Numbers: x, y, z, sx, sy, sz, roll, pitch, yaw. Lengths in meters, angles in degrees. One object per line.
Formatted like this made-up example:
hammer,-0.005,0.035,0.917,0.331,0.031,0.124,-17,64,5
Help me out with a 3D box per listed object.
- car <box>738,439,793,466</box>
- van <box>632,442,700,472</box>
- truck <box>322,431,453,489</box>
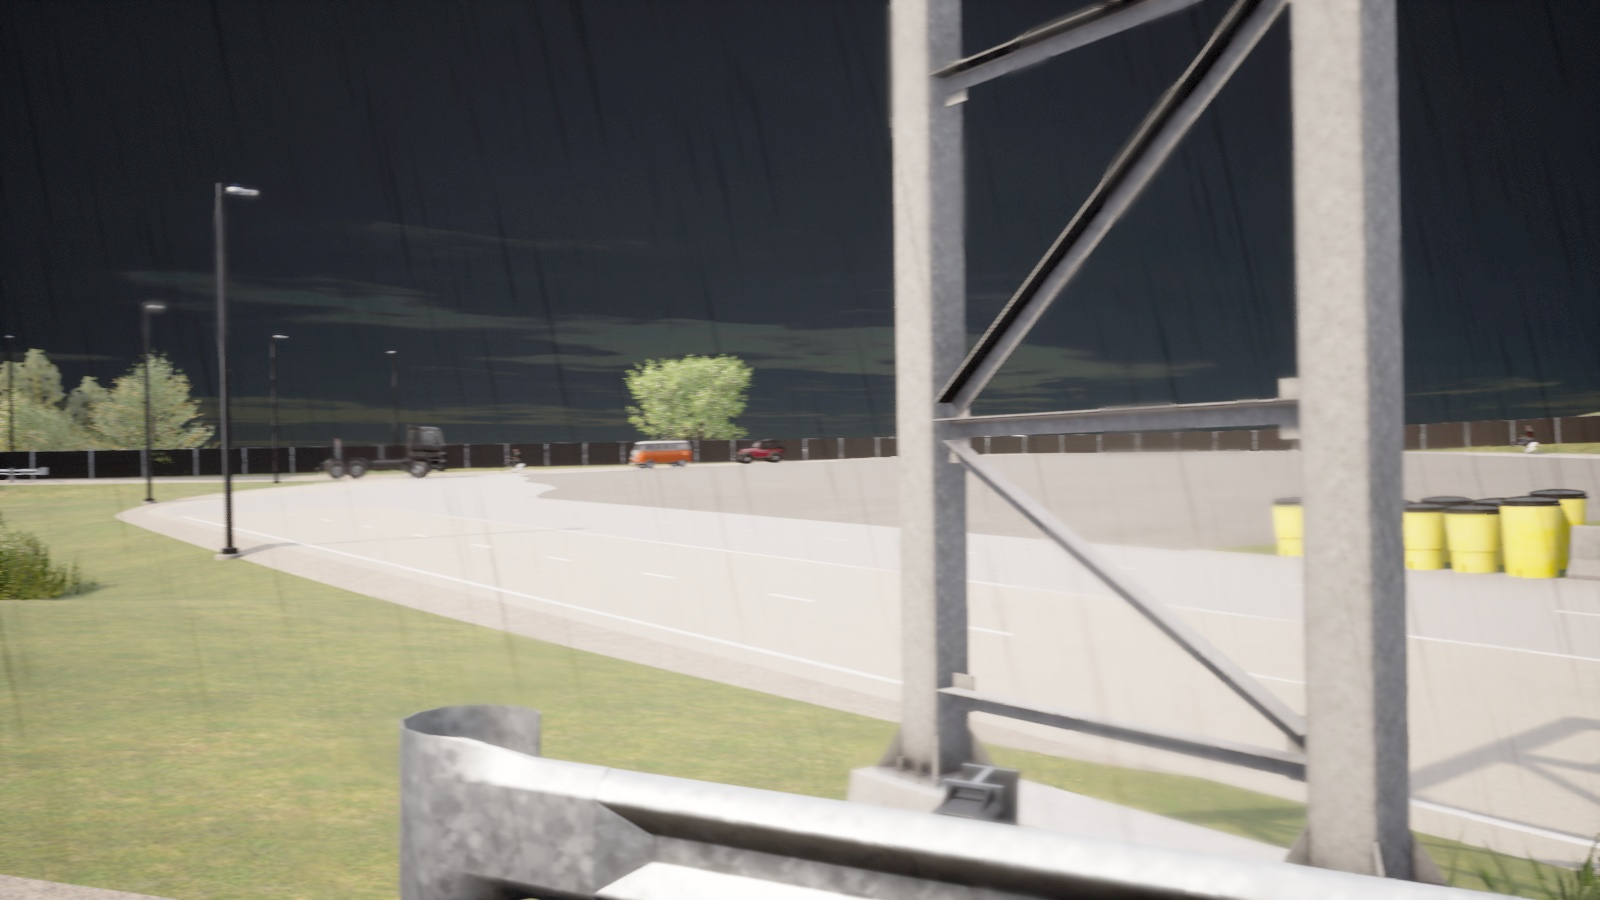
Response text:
car,-2.754,0.170,98.935,3.866,1.878,1.905,-3,0,-17
van,-9.783,0.516,91.746,4.442,1.987,1.775,-3,0,-30
truck,-27.012,0.635,82.279,7.936,3.462,2.891,-2,-1,-20
